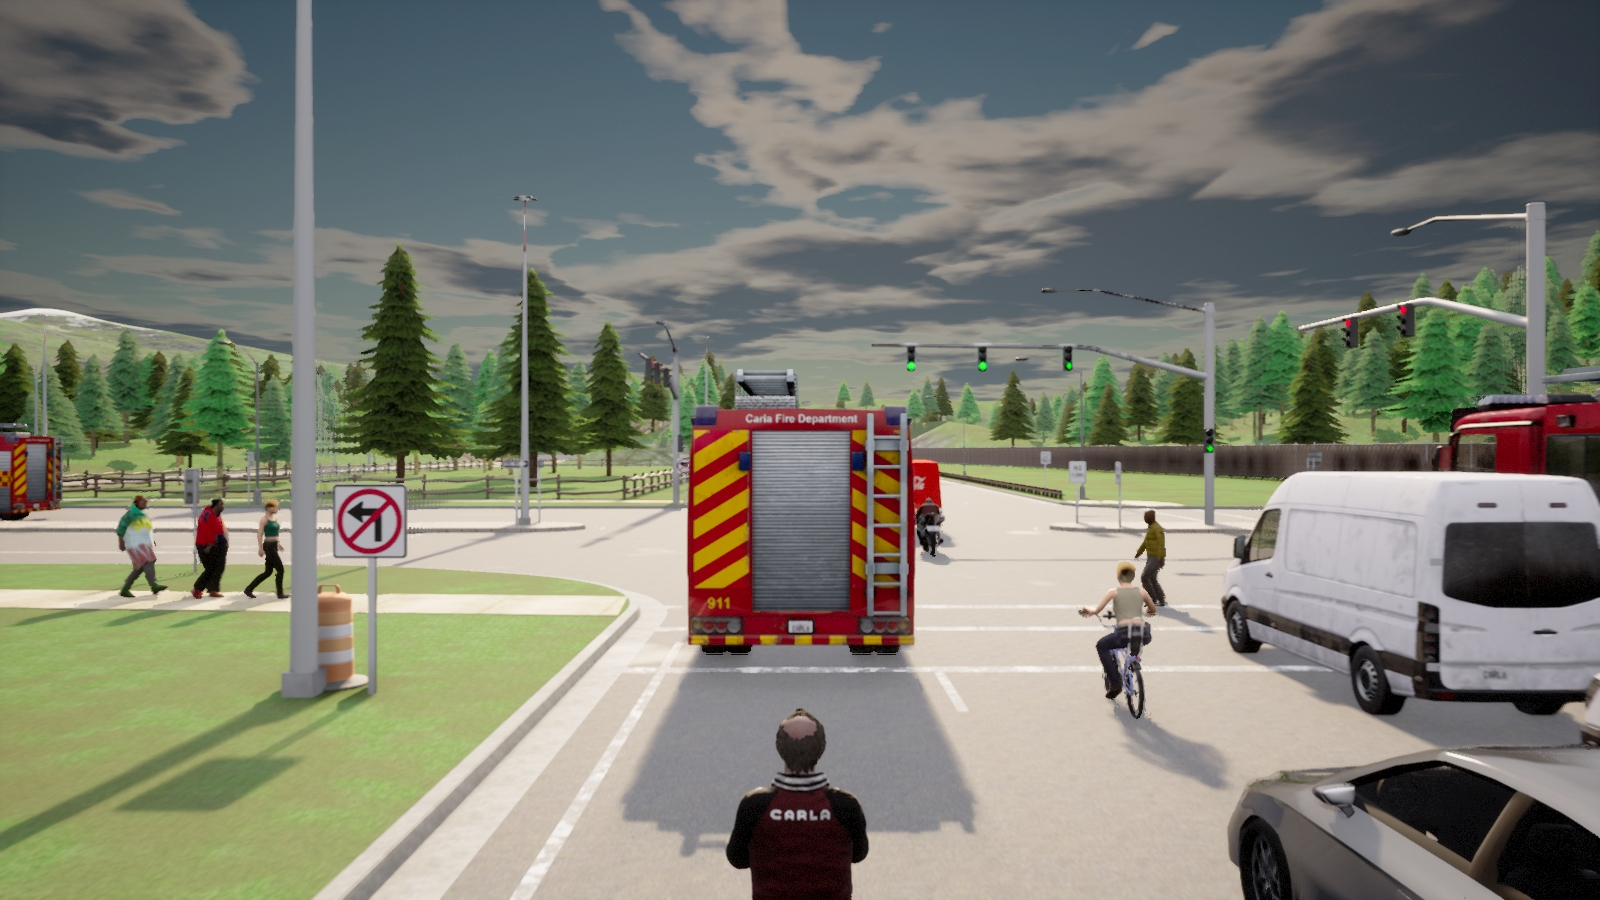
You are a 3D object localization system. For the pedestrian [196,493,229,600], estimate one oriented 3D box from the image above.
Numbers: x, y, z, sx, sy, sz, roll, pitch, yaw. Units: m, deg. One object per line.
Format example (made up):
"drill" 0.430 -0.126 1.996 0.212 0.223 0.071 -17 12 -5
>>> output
"pedestrian" -10.404 1.696 20.237 0.375 1.860 0.375 0 0 3

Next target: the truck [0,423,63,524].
"truck" -34.162 0.891 44.975 8.468 3.827 2.891 0 0 1

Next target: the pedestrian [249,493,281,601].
"pedestrian" -9.425 1.696 20.135 0.375 1.860 0.375 0 0 3

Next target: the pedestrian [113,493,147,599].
"pedestrian" -11.948 1.697 20.388 0.375 1.860 0.375 0 0 7

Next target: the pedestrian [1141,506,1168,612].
"pedestrian" 6.336 1.938 20.439 0.375 1.860 0.375 0 0 1

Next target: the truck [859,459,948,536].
"truck" 3.512 1.568 39.890 2.627 2.467 5.204 0 0 0

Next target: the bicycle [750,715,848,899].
"bicycle" -0.004 2.060 4.780 0.329 1.471 1.835 0 0 0

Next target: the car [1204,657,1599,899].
"car" 3.504 2.066 5.245 1.816 1.474 4.193 0 0 0

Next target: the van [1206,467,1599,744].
"van" 7.001 1.535 13.927 1.988 2.561 5.915 0 0 0

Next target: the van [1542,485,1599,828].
"van" 6.998 1.531 6.272 1.988 2.561 5.915 0 -1 0

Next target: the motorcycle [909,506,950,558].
"motorcycle" 3.510 2.205 31.069 0.867 1.251 2.209 0 0 0

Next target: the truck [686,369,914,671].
"truck" 0.001 0.891 18.708 2.891 3.827 8.468 0 0 0

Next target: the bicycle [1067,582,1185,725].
"bicycle" 3.491 2.158 12.358 0.859 1.277 1.487 0 0 0

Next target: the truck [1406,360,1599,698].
"truck" 10.500 0.891 12.841 2.891 3.827 8.468 0 0 0
